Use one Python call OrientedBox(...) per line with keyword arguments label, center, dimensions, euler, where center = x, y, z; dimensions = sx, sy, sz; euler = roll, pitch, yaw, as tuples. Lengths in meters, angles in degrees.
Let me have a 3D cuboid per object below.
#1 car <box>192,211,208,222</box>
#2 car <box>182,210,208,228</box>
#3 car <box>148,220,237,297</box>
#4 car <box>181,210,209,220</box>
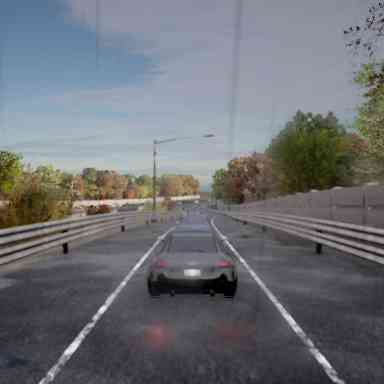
OrientedBox(label="car", center=(1.223, 3.377, 46.782), dimensions=(2.033, 1.411, 5.357), euler=(0, -3, 4))
OrientedBox(label="car", center=(0.310, 2.391, 30.131), dimensions=(2.128, 1.511, 4.902), euler=(0, -3, 2))
OrientedBox(label="car", center=(0.010, 1.655, 8.810), dimensions=(1.994, 1.385, 4.181), euler=(0, -1, 0))
OrientedBox(label="car", center=(0.143, 1.859, 17.252), dimensions=(2.033, 1.411, 5.357), euler=(0, -2, 0))
